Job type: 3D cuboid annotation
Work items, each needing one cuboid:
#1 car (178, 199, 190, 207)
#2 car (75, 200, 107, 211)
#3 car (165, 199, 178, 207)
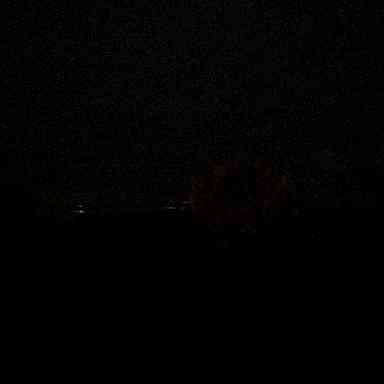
[{"bbox_3d":[0.138,2.056,61.812,1.837,1.490,4.892,-1,-1,36],"label":"car"},{"bbox_3d":[-14.444,1.900,47.765,1.837,1.490,4.892,-1,-2,36],"label":"car"},{"bbox_3d":[-3.182,2.110,63.315,1.837,1.490,4.892,-1,-2,36],"label":"car"}]
